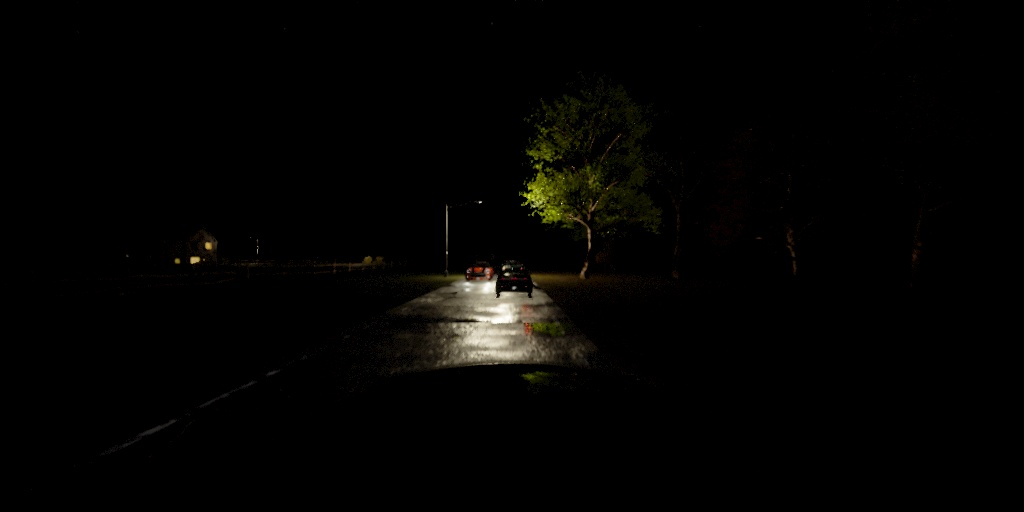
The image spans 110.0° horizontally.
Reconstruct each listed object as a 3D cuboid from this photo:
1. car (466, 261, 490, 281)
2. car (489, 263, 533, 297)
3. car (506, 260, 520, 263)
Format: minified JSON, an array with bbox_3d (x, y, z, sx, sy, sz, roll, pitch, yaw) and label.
[{"bbox_3d":[-2.751,1.253,31.156,2.097,1.767,4.553,0,0,0],"label":"car"},{"bbox_3d":[0.100,1.309,19.322,2.128,1.511,4.902,0,0,0],"label":"car"},{"bbox_3d":[0.098,1.228,36.073,2.097,1.767,4.553,0,0,0],"label":"car"}]
